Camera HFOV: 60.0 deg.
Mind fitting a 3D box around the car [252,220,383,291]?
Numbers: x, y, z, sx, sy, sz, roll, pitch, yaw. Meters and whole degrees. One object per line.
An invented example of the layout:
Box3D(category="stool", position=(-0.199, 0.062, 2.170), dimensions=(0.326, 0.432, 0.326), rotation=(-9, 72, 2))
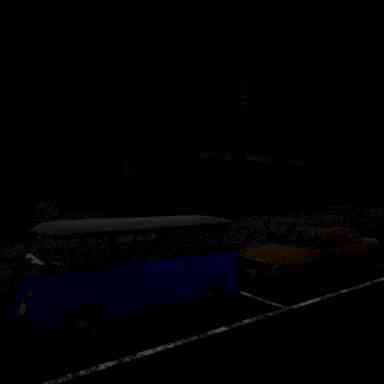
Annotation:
Box3D(category="car", position=(3.291, 1.525, 8.976), dimensions=(4.829, 1.417, 1.752), rotation=(0, 0, -35))

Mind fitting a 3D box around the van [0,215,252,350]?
Box3D(category="van", position=(-1.006, 1.341, 5.928), dimensions=(3.998, 1.788, 1.690), rotation=(0, 0, -35))
